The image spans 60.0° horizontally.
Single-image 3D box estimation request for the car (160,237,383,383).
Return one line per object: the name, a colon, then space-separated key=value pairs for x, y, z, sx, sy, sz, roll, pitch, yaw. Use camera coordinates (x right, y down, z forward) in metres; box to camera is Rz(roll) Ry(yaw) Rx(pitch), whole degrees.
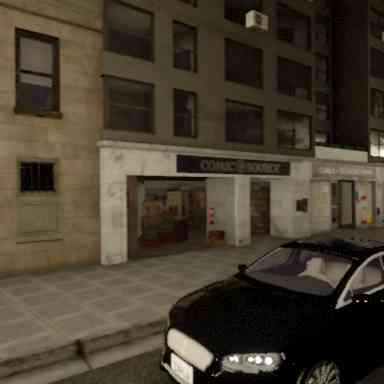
car: x=1.902 y=1.467 z=4.694 sx=4.902 sy=1.511 sz=2.128 roll=0 pitch=0 yaw=-35
